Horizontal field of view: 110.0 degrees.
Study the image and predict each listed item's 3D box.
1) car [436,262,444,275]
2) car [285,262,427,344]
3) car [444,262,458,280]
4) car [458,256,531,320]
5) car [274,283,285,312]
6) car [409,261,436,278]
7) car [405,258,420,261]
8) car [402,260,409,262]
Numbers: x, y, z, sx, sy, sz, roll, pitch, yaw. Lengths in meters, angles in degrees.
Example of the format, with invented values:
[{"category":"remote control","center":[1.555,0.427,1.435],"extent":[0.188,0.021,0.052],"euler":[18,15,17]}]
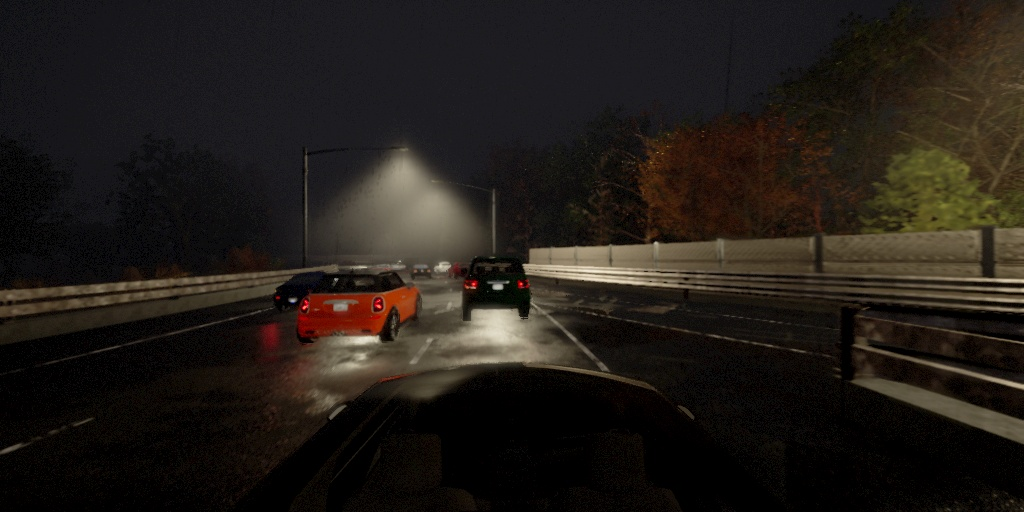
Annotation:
[{"category":"car","center":[-8.252,1.498,43.389],"extent":[1.812,1.442,4.674],"euler":[0,0,-21]},{"category":"car","center":[-3.914,1.156,9.997],"extent":[2.097,1.767,4.553],"euler":[0,0,-4]},{"category":"car","center":[-4.912,1.395,34.325],"extent":[1.882,1.535,5.008],"euler":[0,0,-19]},{"category":"car","center":[-0.689,1.025,13.173],"extent":[2.150,2.045,5.566],"euler":[0,0,-6]},{"category":"car","center":[-7.927,1.366,14.799],"extent":[1.812,1.442,4.674],"euler":[0,0,-7]},{"category":"car","center":[-9.189,1.489,35.957],"extent":[2.033,1.411,5.357],"euler":[0,0,-19]},{"category":"car","center":[-17.399,1.309,61.493],"extent":[2.150,2.045,5.566],"euler":[0,0,-32]},{"category":"car","center":[-17.886,1.666,55.504],"extent":[1.895,1.301,4.718],"euler":[0,0,-29]}]
